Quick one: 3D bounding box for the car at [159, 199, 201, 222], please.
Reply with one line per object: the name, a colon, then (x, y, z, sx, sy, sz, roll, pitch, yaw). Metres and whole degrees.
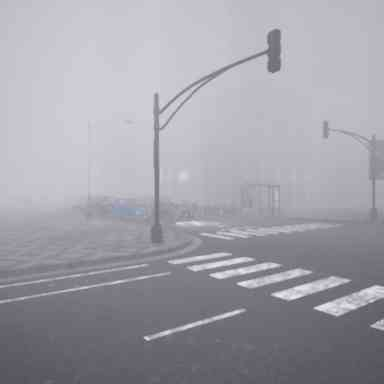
car: (-1.583, 1.463, 25.758, 1.994, 1.385, 4.181, 0, 0, -36)

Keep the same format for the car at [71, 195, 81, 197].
car: (-13.628, 1.414, 42.634, 1.812, 1.442, 4.674, 0, 0, -35)

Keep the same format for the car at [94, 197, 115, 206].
car: (-14.099, 1.452, 53.349, 1.802, 1.307, 4.206, 0, 0, -36)

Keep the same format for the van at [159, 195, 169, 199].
van: (-4.195, 1.214, 39.493, 1.690, 1.788, 3.998, 0, 0, -36)

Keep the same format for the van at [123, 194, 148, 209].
van: (-7.496, 1.212, 44.111, 1.690, 1.788, 3.998, 0, 0, -36)

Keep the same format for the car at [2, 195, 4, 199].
car: (-44.044, 1.424, 80.583, 1.752, 1.417, 4.829, 0, 0, -36)

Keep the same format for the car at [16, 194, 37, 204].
car: (-30.938, 1.448, 62.247, 2.008, 1.369, 4.403, 0, 0, -36)

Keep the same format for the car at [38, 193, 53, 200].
car: (-37.211, 1.188, 85.681, 2.192, 1.841, 5.009, 0, 0, -36)

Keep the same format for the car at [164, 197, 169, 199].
car: (-0.893, 1.459, 34.874, 1.802, 1.307, 4.206, 0, 0, -36)

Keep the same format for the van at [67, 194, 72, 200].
van: (-24.005, 1.212, 67.206, 1.690, 1.788, 3.998, 0, 0, -36)

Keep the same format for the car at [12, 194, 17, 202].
car: (-34.239, 1.338, 66.865, 1.967, 1.590, 4.097, 0, 0, -36)

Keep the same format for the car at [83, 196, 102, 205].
car: (-17.401, 1.452, 57.968, 1.802, 1.307, 4.206, 0, 0, -36)

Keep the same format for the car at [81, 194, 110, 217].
car: (-7.828, 1.218, 29.915, 2.192, 1.841, 5.009, 0, 0, -36)

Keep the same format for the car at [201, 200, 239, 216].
car: (2.409, 1.431, 30.255, 2.008, 1.369, 4.403, 0, 0, -36)

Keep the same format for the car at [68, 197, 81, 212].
car: (-11.129, 1.482, 34.534, 1.802, 1.307, 4.206, 0, 0, -36)

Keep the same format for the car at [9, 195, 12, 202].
car: (-37.442, 1.423, 71.346, 1.752, 1.417, 4.829, 0, 0, -36)

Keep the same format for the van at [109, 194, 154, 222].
van: (-4.526, 1.248, 25.296, 1.690, 1.788, 3.998, 0, 0, -36)

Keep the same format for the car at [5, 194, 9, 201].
car: (-40.842, 1.464, 76.103, 1.947, 1.339, 4.313, 0, 0, -36)
